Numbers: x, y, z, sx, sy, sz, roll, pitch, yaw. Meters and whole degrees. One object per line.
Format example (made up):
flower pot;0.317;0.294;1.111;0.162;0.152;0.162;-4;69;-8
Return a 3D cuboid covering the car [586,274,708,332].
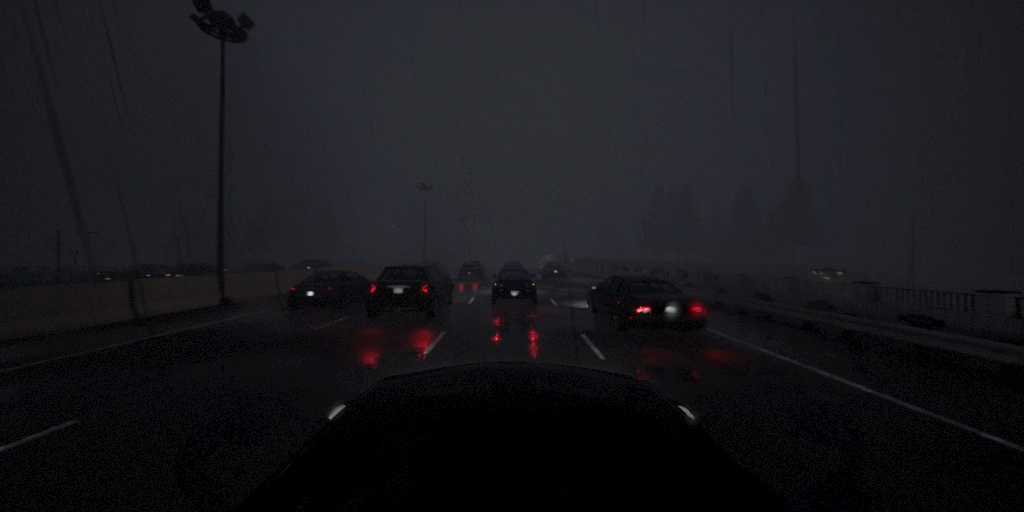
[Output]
car;3.600;1.253;10.619;2.033;1.411;5.357;0;0;0

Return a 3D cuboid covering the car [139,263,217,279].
car;-24.600;1.225;27.457;2.033;1.411;5.357;0;0;0

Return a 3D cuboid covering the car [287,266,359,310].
car;-6.901;1.253;14.279;1.994;1.385;4.181;0;0;0

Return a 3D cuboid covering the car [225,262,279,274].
car;-21.100;1.236;30.138;2.033;1.411;5.357;0;0;0

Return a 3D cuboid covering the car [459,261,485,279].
car;-3.401;1.183;30.901;2.128;1.511;4.902;0;0;0

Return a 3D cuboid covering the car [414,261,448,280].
car;-6.900;1.197;30.960;1.837;1.490;4.892;0;0;0

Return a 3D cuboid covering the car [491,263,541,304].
car;0.085;1.209;15.751;1.812;1.442;4.674;0;0;0

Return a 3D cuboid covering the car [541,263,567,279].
car;3.599;1.259;31.499;1.994;1.385;4.181;0;0;0

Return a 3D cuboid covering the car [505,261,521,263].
car;0.099;1.179;32.524;1.882;1.535;5.008;0;0;0

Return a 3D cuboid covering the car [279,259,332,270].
car;-17.597;1.047;31.254;2.097;1.767;4.553;0;0;0

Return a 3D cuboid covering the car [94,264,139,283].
car;-28.100;1.277;27.152;1.895;1.301;4.718;0;0;0

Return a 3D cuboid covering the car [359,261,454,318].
car;-3.400;1.046;12.847;2.097;1.767;4.553;0;0;0
